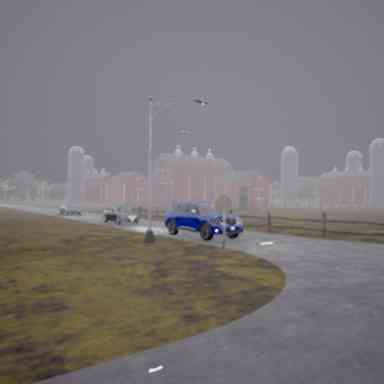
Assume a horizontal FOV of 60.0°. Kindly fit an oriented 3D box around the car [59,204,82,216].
[{"bbox_3d":[-15.280,2.243,41.631,1.837,1.490,4.892,1,-2,-35],"label":"car"}]

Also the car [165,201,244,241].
[{"bbox_3d":[0.517,1.571,19.406,2.150,2.045,5.566,1,-1,-35],"label":"car"}]

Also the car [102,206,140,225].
[{"bbox_3d":[-6.214,2.006,28.854,2.128,1.511,4.902,1,-1,-35],"label":"car"}]
